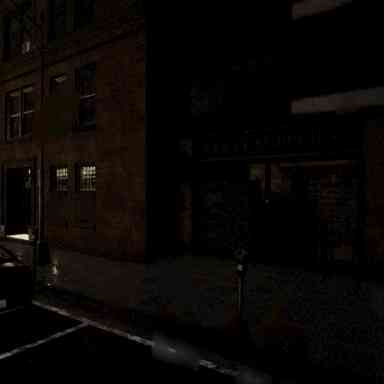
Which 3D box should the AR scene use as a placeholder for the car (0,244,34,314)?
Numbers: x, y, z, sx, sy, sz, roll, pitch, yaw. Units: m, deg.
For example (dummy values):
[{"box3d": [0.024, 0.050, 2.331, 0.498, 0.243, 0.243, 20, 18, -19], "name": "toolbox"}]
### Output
[{"box3d": [-4.827, 1.551, 6.510, 4.403, 1.369, 2.008, 0, 0, 35], "name": "car"}]
